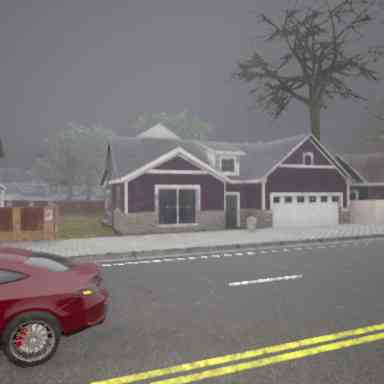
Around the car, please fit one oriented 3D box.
[{"bbox_3d":[-3.555,1.522,4.607,4.674,1.442,1.812,0,0,-21],"label":"car"}]
